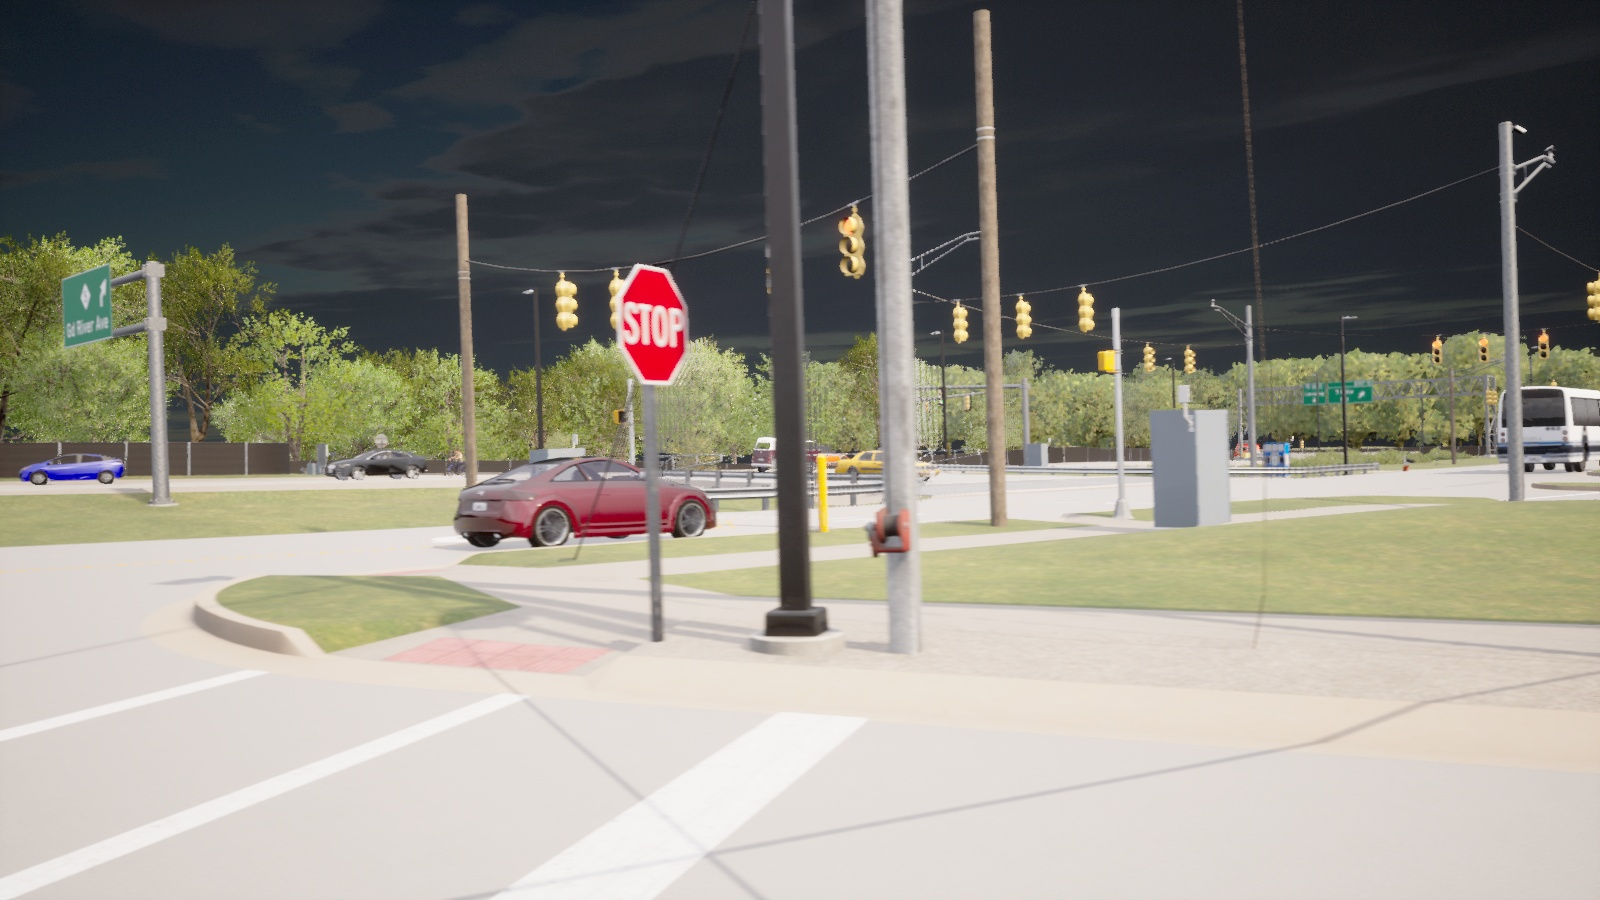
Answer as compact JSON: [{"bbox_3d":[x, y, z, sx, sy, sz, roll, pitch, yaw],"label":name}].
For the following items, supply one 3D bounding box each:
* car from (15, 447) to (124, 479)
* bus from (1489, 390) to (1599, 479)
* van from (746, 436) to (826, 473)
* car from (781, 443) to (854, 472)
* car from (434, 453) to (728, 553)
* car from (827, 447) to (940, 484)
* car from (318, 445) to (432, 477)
[{"bbox_3d":[-35.582,0.629,61.306,4.514,1.525,2.007,0,-1,-29],"label":"car"},{"bbox_3d":[39.305,-0.728,64.828,3.944,4.253,10.273,-1,-1,44],"label":"bus"},{"bbox_3d":[-0.777,0.284,72.891,2.069,2.038,4.480,2,1,43],"label":"van"},{"bbox_3d":[1.124,0.485,79.974,2.097,1.767,4.553,-1,-1,44],"label":"car"},{"bbox_3d":[-3.345,0.769,19.733,1.994,1.385,4.181,-1,-1,43],"label":"car"},{"bbox_3d":[3.863,0.687,58.727,5.366,1.575,1.801,1,1,44],"label":"car"},{"bbox_3d":[-20.908,0.542,61.966,2.128,1.511,4.902,-1,-1,44],"label":"car"}]
